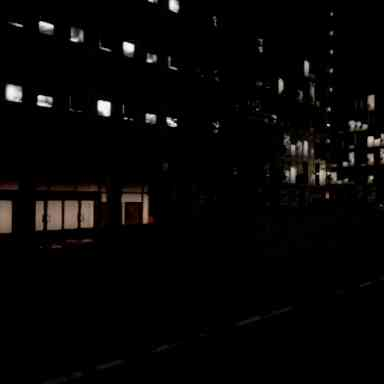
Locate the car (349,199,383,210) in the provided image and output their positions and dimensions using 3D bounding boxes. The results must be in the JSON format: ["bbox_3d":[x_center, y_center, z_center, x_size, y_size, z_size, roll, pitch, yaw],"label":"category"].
[{"bbox_3d":[23.490,1.612,44.731,1.967,1.590,4.097,1,-1,-35],"label":"car"}]

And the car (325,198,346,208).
[{"bbox_3d":[20.330,1.750,49.248,1.752,1.417,4.829,1,-1,-35],"label":"car"}]

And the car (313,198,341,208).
[{"bbox_3d":[23.842,1.873,58.847,1.967,1.590,4.097,1,-1,-35],"label":"car"}]
